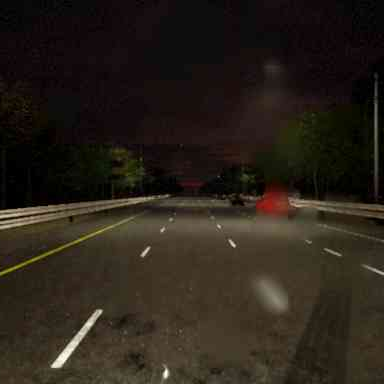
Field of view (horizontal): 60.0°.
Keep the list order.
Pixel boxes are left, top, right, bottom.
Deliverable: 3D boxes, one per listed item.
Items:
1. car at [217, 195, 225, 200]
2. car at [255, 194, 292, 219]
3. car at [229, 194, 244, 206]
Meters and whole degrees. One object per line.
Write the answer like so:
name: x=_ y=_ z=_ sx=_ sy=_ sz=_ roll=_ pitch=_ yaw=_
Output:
car: x=8.191 y=1.593 z=93.626 sx=1.895 sy=1.301 sz=4.718 roll=0 pitch=0 yaw=11
car: x=7.030 y=1.225 z=29.087 sx=2.150 sy=2.045 sz=5.566 roll=0 pitch=0 yaw=0
car: x=7.066 y=1.552 z=52.966 sx=1.837 sy=1.490 sz=4.892 roll=0 pitch=0 yaw=0
